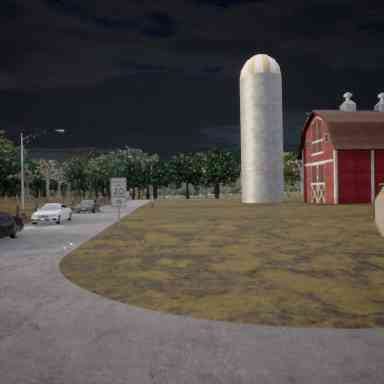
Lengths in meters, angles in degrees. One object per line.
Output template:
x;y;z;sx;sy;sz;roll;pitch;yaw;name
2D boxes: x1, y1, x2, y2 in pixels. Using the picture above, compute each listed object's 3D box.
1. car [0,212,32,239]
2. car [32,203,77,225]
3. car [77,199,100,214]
-9.428;1.596;15.031;2.033;1.411;5.357;-1;0;-7;car
-10.377;1.577;24.921;1.812;1.442;4.674;-1;0;-5;car
-11.472;1.582;36.899;1.837;1.490;4.892;-1;0;-5;car
